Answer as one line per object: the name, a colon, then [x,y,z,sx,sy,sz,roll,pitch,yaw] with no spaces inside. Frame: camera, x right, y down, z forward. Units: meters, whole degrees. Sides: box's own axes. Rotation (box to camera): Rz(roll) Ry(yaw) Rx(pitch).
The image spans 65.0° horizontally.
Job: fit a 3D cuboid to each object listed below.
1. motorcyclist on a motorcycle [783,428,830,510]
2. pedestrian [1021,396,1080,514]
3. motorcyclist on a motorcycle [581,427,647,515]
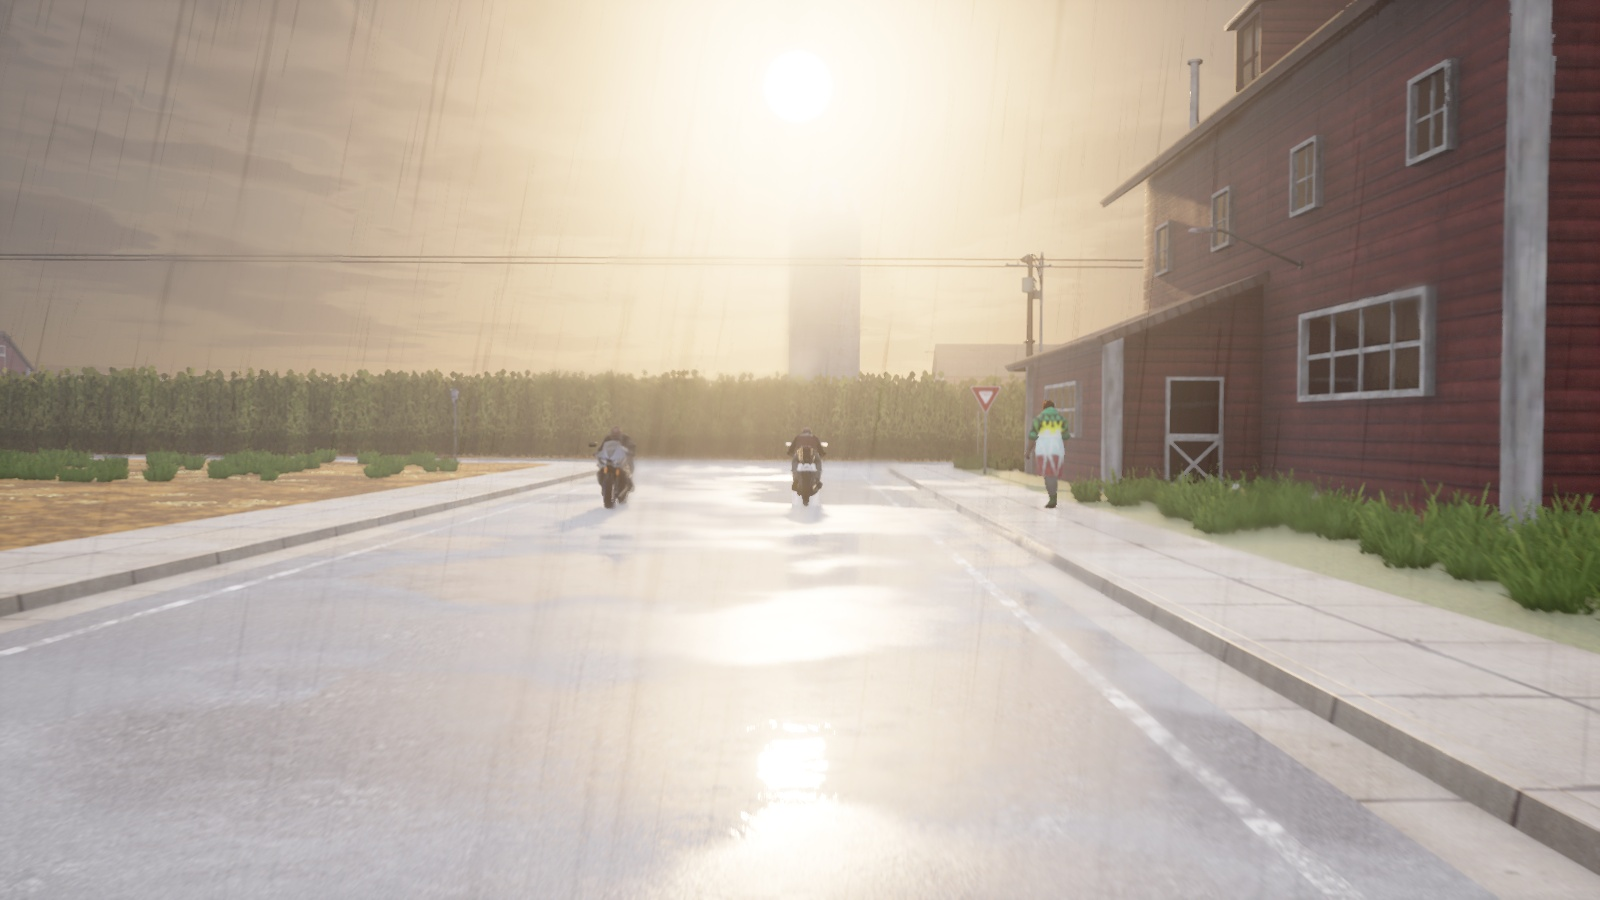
motorcyclist on a motorcycle: [0.124,0.342,24.790,0.866,1.530,2.191,1,1,0]
pedestrian: [4.240,0.077,21.281,0.659,1.952,0.873,0,1,-12]
motorcyclist on a motorcycle: [-3.383,0.340,23.041,0.866,1.530,2.191,1,1,0]
